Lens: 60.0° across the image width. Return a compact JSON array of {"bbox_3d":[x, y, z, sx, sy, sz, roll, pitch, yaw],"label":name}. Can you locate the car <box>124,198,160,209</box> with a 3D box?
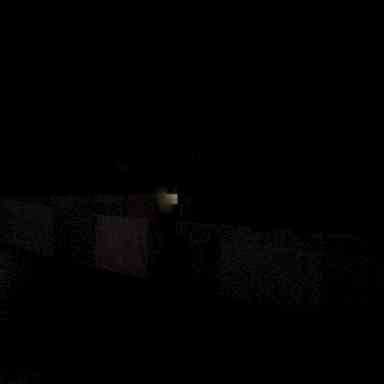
[{"bbox_3d":[-5.091,0.949,30.793,1.882,1.535,5.008,-1,0,36],"label":"car"}]
